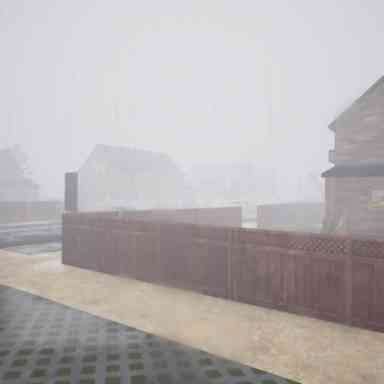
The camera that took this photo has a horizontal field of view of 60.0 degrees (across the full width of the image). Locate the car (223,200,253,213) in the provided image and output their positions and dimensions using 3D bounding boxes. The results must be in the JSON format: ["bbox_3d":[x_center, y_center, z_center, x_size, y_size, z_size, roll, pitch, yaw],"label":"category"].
[{"bbox_3d":[5.364,1.702,38.511,1.882,1.535,5.008,0,0,36],"label":"car"}]

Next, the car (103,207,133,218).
[{"bbox_3d":[-5.436,1.706,23.305,1.895,1.301,4.718,0,0,35],"label":"car"}]
